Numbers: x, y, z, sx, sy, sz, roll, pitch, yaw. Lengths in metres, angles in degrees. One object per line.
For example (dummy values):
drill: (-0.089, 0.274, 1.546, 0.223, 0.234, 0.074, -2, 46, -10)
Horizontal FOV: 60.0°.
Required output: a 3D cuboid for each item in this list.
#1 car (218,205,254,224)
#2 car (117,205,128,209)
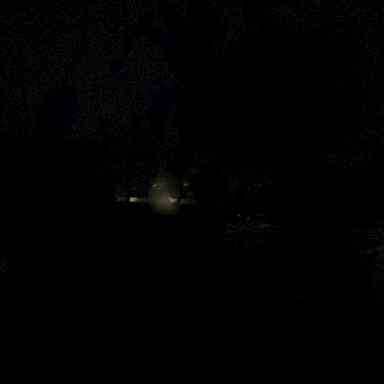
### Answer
car: (2.986, 1.775, 27.214, 1.812, 1.442, 4.674, 0, 0, -33)
car: (-10.712, 1.995, 49.811, 2.033, 1.411, 5.357, 0, 0, -29)
